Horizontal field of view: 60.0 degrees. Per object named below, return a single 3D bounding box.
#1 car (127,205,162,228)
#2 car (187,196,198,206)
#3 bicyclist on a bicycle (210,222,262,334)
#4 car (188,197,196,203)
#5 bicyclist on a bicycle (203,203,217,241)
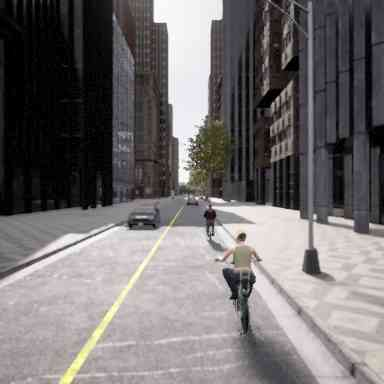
[{"bbox_3d":[-3.109,1.595,22.825,2.033,1.411,5.357,0,0,0],"label":"car"},{"bbox_3d":[0.078,1.768,60.607,1.994,1.385,4.181,0,0,0],"label":"car"},{"bbox_3d":[0.842,1.443,5.799,0.866,1.612,1.509,0,0,0],"label":"bicyclist on a bicycle"},{"bbox_3d":[-0.026,1.790,75.414,1.837,1.490,4.892,0,0,0],"label":"car"},{"bbox_3d":[0.822,1.395,15.133,0.659,1.776,1.843,0,0,0],"label":"bicyclist on a bicycle"}]
